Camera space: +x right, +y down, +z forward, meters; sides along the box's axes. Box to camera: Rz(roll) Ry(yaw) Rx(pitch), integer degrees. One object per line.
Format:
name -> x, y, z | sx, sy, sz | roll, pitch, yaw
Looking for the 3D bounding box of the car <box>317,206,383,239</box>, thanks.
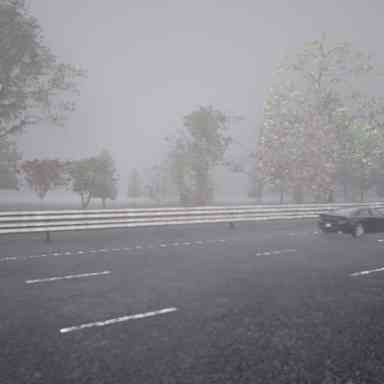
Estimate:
car -> 8.832, 1.475, 17.471 | 5.008, 1.535, 1.882 | 0, 0, -29
